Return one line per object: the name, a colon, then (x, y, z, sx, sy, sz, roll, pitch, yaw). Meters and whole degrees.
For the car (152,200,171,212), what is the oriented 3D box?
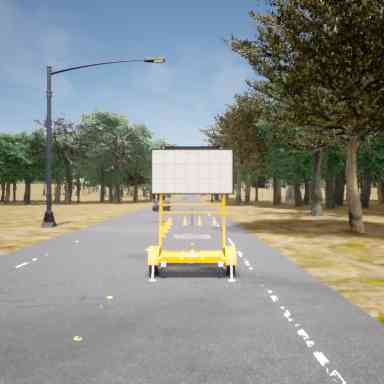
car: (-3.598, 1.635, 39.558, 1.994, 1.385, 4.181, 0, 0, 0)

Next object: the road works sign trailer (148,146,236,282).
road works sign trailer: (0.008, 0.468, 9.784, 2.380, 3.560, 2.880, 0, 0, 0)
